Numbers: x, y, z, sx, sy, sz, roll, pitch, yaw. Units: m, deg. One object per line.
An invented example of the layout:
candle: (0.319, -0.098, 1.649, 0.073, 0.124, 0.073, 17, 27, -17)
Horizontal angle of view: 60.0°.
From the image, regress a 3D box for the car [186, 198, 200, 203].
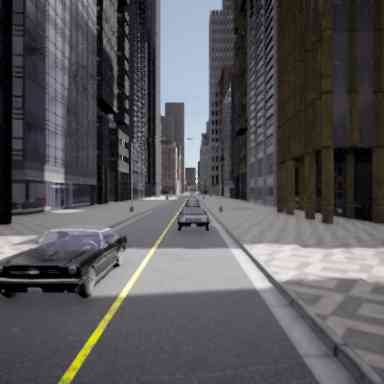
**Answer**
car: (0.080, 1.545, 45.080, 1.994, 1.385, 4.181, 0, 0, 0)

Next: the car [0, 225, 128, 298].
car: (-3.034, 1.596, 8.659, 1.895, 1.301, 4.718, 0, 0, 1)

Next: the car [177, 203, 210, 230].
car: (0.083, 1.592, 20.837, 1.895, 1.301, 4.718, 0, 0, 0)
